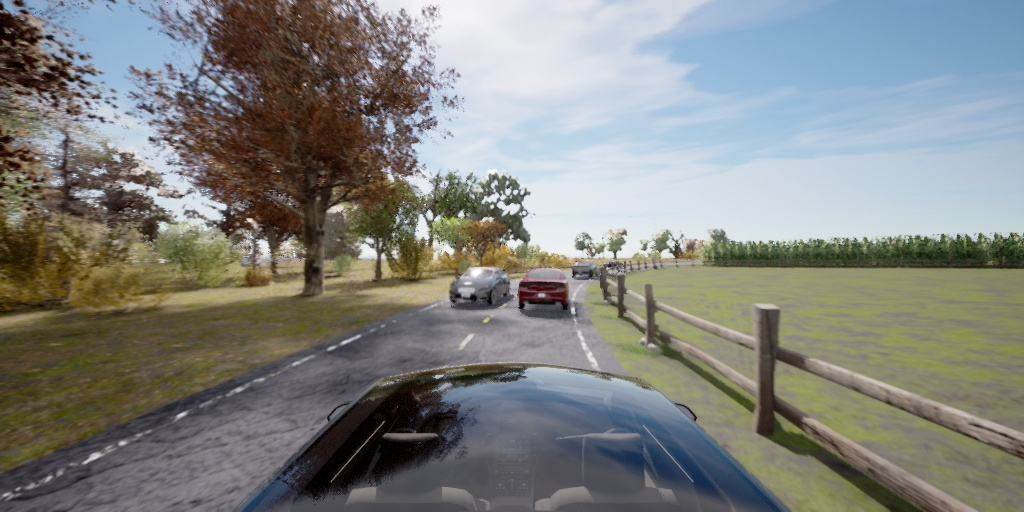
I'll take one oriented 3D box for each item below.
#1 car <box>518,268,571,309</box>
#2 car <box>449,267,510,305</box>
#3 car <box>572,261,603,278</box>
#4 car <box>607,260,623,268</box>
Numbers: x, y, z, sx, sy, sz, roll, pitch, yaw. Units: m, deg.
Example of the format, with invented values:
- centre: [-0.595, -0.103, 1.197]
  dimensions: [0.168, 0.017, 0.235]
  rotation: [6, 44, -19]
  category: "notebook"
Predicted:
- centre: [1.459, 1.250, 15.248]
  dimensions: [1.882, 1.535, 5.008]
  rotation: [0, 0, 9]
  category: "car"
- centre: [-1.331, 1.253, 16.330]
  dimensions: [2.128, 1.511, 4.902]
  rotation: [0, 0, 11]
  category: "car"
- centre: [6.998, 1.219, 33.982]
  dimensions: [2.128, 1.511, 4.902]
  rotation: [0, 0, 23]
  category: "car"
- centre: [14.785, 1.265, 53.466]
  dimensions: [1.895, 1.301, 4.718]
  rotation: [0, 0, 37]
  category: "car"
